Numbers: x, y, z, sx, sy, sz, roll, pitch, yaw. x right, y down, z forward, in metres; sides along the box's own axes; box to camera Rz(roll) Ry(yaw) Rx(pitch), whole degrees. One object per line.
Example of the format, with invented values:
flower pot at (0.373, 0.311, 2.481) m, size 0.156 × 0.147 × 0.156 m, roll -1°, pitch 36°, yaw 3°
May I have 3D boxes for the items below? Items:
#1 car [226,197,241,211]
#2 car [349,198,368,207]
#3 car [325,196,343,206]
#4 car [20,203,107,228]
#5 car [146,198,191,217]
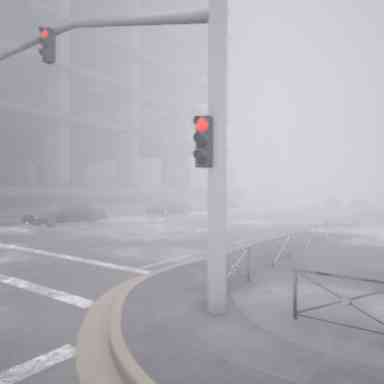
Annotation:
car at (3.955, 1.356, 38.475) m, size 2.128 × 1.511 × 4.902 m, roll 0°, pitch 0°, yaw 35°
car at (24.811, 1.508, 49.445) m, size 1.895 × 1.301 × 4.718 m, roll 0°, pitch 0°, yaw 35°
car at (21.900, 1.397, 51.389) m, size 1.837 × 1.490 × 4.892 m, roll 0°, pitch 0°, yaw 35°
car at (-8.048, 1.413, 21.535) m, size 2.033 × 1.411 × 5.357 m, roll 0°, pitch 0°, yaw 35°
car at (-2.055, 1.343, 29.997) m, size 1.882 × 1.535 × 5.008 m, roll 0°, pitch 0°, yaw 35°
